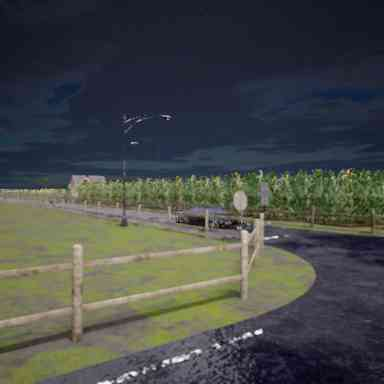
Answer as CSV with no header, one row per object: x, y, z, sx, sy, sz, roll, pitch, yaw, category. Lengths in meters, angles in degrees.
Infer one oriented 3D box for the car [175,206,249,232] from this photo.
1.061,1.607,20.844,2.033,1.411,5.357,0,0,-37,car
